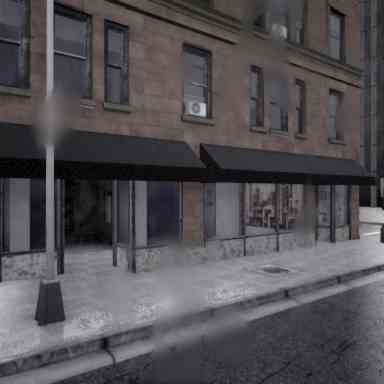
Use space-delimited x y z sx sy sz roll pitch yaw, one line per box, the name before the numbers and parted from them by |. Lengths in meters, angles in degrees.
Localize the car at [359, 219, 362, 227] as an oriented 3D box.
car | 7.644 1.562 20.948 2.033 1.411 5.357 0 0 -35
